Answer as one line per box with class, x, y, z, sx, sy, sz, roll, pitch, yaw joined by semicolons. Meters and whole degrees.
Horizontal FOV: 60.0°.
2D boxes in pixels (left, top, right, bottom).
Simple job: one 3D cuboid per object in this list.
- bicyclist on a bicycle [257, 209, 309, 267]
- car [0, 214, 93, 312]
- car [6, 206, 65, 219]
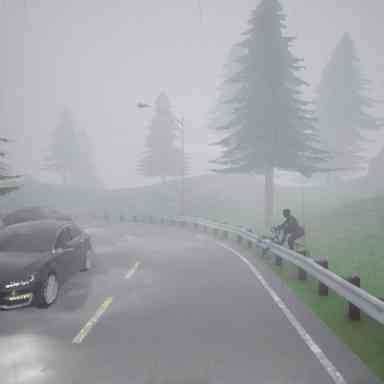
bicyclist on a bicycle;2.829;1.349;9.971;1.656;1.620;0.582;13;-2;-4
car;-3.726;1.505;7.922;1.837;1.490;4.892;0;0;-3
car;-9.503;1.568;20.678;4.181;1.385;1.994;0;0;23
